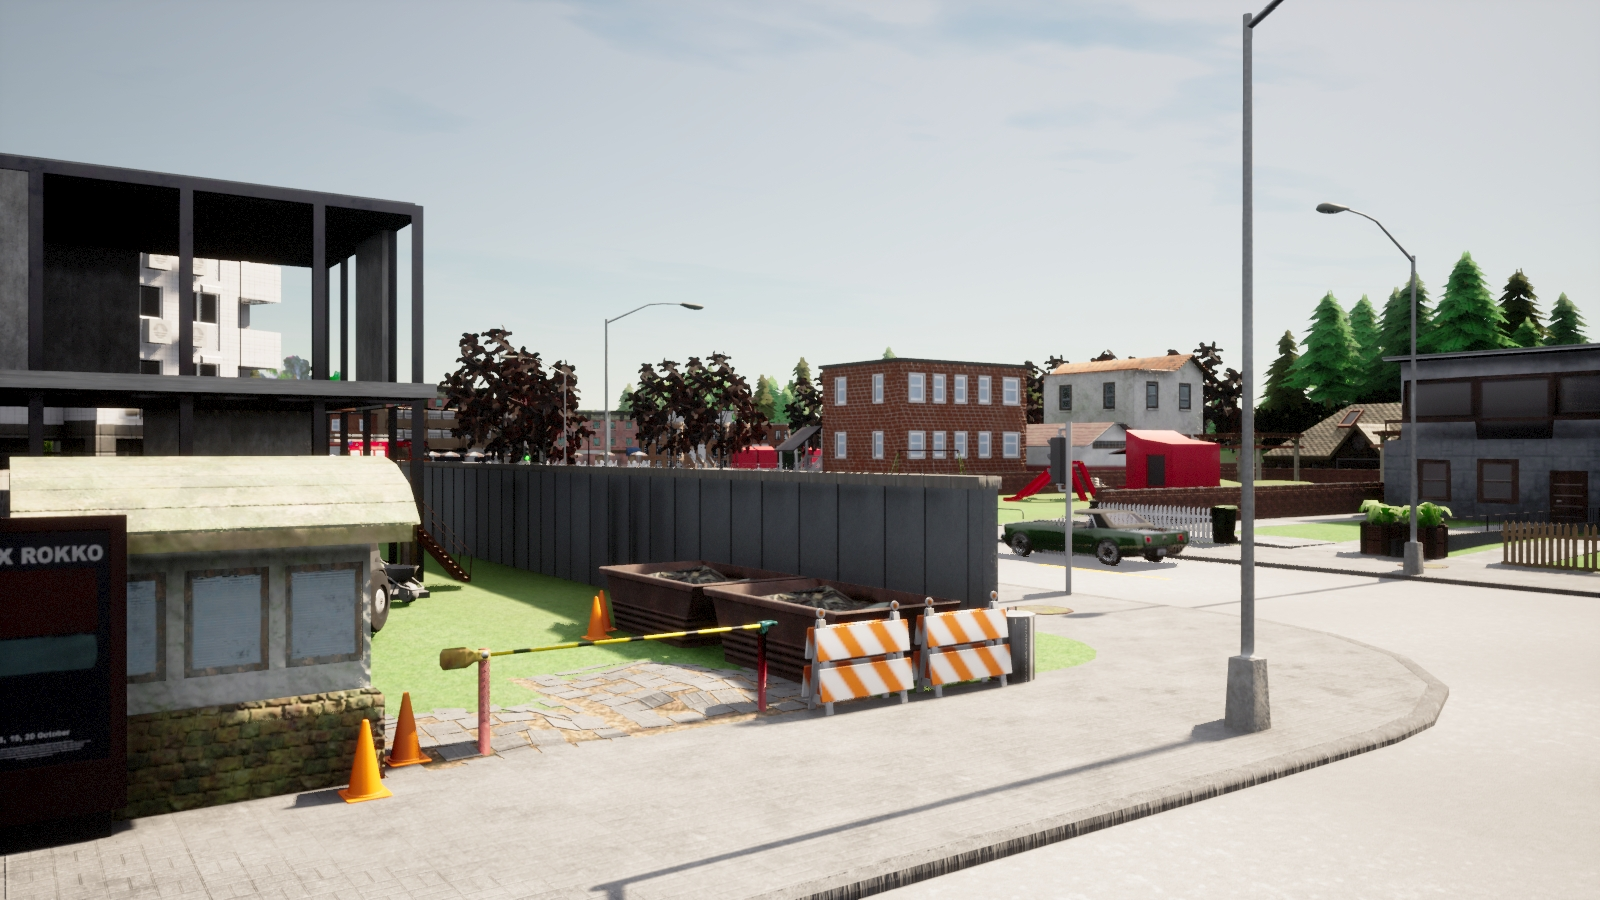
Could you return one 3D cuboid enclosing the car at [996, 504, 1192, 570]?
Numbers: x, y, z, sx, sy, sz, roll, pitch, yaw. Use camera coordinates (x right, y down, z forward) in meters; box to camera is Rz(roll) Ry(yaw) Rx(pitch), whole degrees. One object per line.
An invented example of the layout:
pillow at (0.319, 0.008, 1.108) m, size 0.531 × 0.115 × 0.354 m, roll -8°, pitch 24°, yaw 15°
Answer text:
car at (7.336, 2.146, 28.993) m, size 1.895 × 1.301 × 4.718 m, roll 0°, pitch 0°, yaw -35°
